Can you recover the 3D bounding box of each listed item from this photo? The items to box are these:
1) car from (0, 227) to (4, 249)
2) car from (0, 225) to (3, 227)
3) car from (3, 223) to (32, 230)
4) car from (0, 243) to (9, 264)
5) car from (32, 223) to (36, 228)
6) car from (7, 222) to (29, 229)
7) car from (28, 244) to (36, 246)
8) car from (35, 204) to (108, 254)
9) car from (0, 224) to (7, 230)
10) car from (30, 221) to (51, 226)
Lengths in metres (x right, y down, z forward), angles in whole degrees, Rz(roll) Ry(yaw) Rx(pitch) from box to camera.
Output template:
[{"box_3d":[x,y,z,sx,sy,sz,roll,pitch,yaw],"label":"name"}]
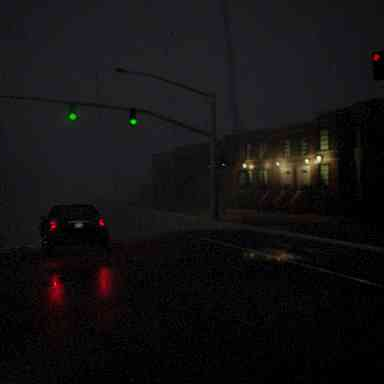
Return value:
[{"box_3d":[-13.039,3.433,20.985,1.812,1.442,4.674,-2,-12,-28],"label":"car"},{"box_3d":[-47.456,8.520,80.656,4.974,1.542,2.038,0,1,16],"label":"car"},{"box_3d":[-43.361,8.432,82.767,2.038,1.542,4.974,0,1,26],"label":"car"},{"box_3d":[-17.497,5.598,29.700,1.812,1.442,4.674,-1,-12,-28],"label":"car"},{"box_3d":[-38.946,8.322,85.917,4.974,1.542,2.038,-1,1,1],"label":"car"},{"box_3d":[-43.340,8.274,82.811,1.853,1.218,4.536,0,1,26],"label":"car"},{"box_3d":[-20.947,7.995,44.344,2.150,2.045,5.566,-1,-6,-27],"label":"car"},{"box_3d":[-4.856,1.298,13.267,2.097,1.767,4.553,-1,-3,-28],"label":"car"},{"box_3d":[-47.508,8.363,80.667,4.536,1.218,1.853,0,1,16],"label":"car"},{"box_3d":[-39.000,8.165,85.915,4.536,1.218,1.853,-1,1,1],"label":"car"}]
